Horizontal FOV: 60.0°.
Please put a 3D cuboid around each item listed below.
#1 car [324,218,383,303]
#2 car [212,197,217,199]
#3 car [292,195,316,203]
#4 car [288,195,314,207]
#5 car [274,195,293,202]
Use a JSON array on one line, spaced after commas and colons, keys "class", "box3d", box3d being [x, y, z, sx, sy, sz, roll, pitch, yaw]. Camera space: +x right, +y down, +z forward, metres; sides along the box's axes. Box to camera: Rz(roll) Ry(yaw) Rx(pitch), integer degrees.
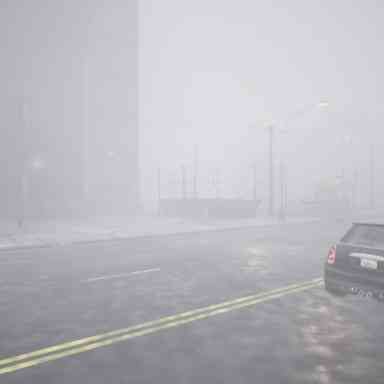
[{"class": "car", "box3d": [5.000, 1.338, 7.356, 4.553, 1.767, 2.097, 0, 0, -35]}, {"class": "car", "box3d": [4.259, 1.508, 60.449, 4.718, 1.301, 1.895, 0, 0, -36]}, {"class": "car", "box3d": [21.906, 1.324, 64.928, 4.674, 1.452, 2.002, 0, 0, -36]}, {"class": "car", "box3d": [14.988, 1.187, 45.870, 4.553, 1.767, 2.185, 0, 0, -36]}, {"class": "car", "box3d": [19.002, 1.356, 68.931, 3.806, 1.475, 1.970, 0, 0, -36]}]
